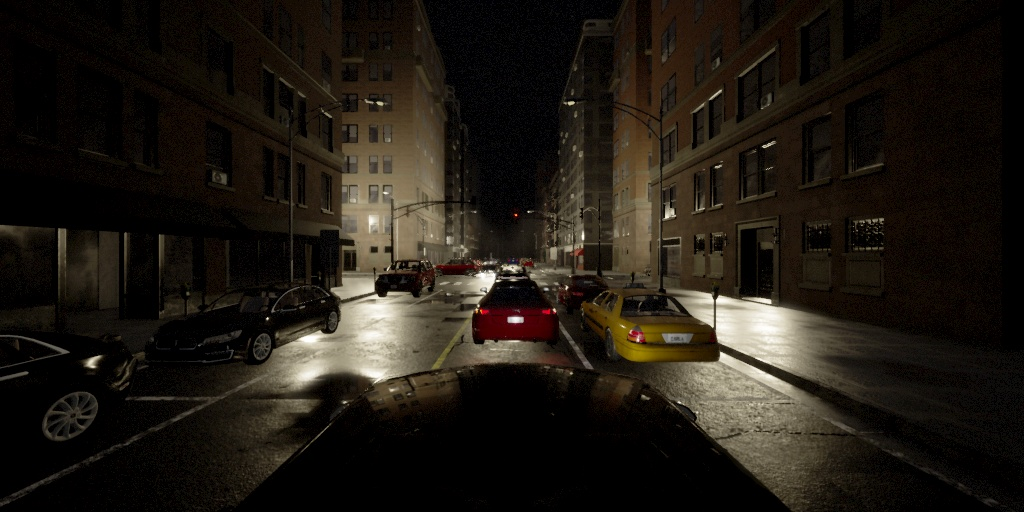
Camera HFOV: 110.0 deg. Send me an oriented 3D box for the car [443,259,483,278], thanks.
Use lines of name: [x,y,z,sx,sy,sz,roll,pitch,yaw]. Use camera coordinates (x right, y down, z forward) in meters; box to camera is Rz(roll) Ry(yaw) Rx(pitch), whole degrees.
car: [-5.337,1.083,33.283,4.553,1.767,2.097,0,0,0]

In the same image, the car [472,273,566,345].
car: [0.082,1.313,9.550,1.994,1.385,4.181,0,0,0]

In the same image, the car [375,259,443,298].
car: [-5.354,1.062,18.719,2.192,1.841,5.009,0,0,0]

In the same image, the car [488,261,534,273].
car: [0.035,1.239,19.420,2.128,1.511,4.902,0,0,0]

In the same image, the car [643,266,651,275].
car: [14.561,1.169,33.267,4.553,1.767,2.097,0,0,0]

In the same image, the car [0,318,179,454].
car: [-5.388,1.300,2.481,2.007,1.370,4.403,0,0,0]

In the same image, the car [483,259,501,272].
car: [-2.760,1.344,45.326,1.895,1.301,4.718,0,0,0]

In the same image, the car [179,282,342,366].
car: [-5.377,1.300,7.894,2.007,1.370,4.403,0,0,0]

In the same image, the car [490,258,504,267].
car: [-2.676,1.225,65.046,2.128,1.511,4.902,0,0,1]

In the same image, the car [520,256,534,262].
car: [2.760,1.176,61.521,1.967,1.591,4.097,0,0,0]

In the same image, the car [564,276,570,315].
car: [2.659,1.330,13.281,1.802,1.307,4.207,0,0,0]

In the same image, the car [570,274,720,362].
car: [2.648,1.275,8.038,1.751,1.417,4.829,0,0,0]

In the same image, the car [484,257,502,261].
car: [-2.732,1.231,54.895,2.128,1.511,4.902,0,0,0]
